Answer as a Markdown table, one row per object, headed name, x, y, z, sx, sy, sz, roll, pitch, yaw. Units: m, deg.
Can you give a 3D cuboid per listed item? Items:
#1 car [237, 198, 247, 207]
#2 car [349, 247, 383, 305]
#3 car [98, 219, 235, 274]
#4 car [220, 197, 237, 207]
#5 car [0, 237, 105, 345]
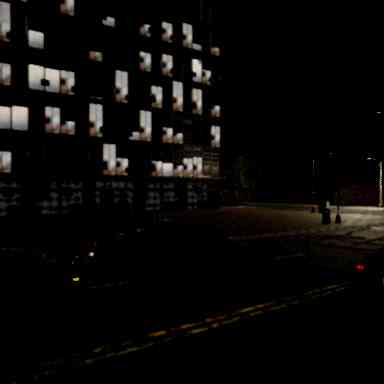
| name | x | y | z | sx | sy | sz | roll | pitch | yaw |
| --- | --- | --- | --- | --- | --- | --- | --- | --- | --- |
| car | 8.531 | 1.853 | 64.654 | 2.097 | 1.767 | 4.553 | 0 | 0 | -32 |
| car | 5.281 | 1.649 | 7.204 | 4.181 | 1.385 | 1.994 | 1 | 0 | -35 |
| car | -1.029 | 1.602 | 10.933 | 5.357 | 1.411 | 2.033 | 1 | 0 | -35 |
| car | 5.799 | 2.045 | 62.868 | 1.812 | 1.442 | 4.674 | 0 | 0 | -32 |
| car | -3.918 | 1.520 | 4.883 | 4.674 | 1.442 | 1.812 | 1 | 0 | -35 |
